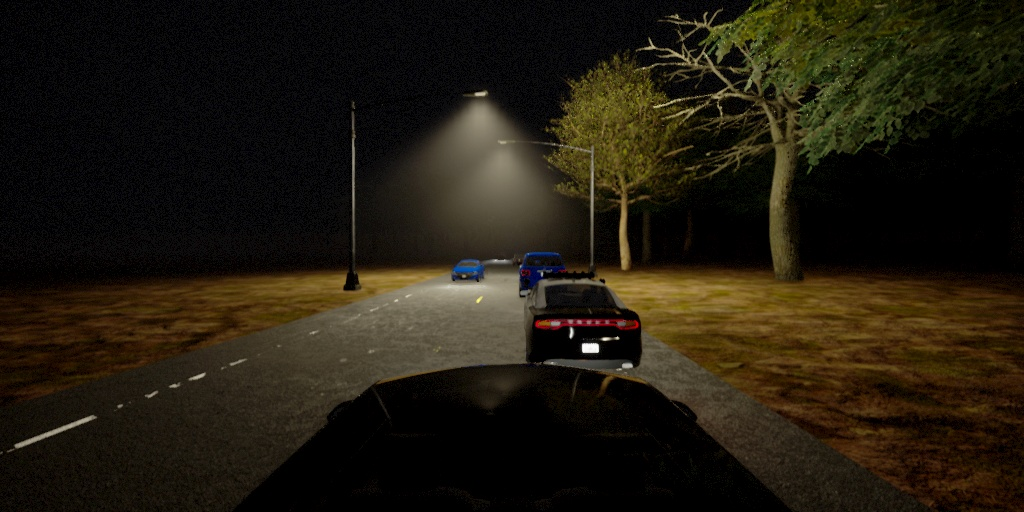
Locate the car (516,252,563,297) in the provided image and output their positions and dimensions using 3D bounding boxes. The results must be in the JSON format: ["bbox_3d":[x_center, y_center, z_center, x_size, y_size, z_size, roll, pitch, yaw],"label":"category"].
[{"bbox_3d":[1.425,0.860,17.799,2.150,2.045,5.566,0,1,1],"label":"car"}]

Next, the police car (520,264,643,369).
[{"bbox_3d":[1.215,1.148,7.887,1.930,1.638,5.238,0,0,1],"label":"police car"}]

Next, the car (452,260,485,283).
[{"bbox_3d":[-3.054,1.017,25.804,1.882,1.535,5.008,0,1,1],"label":"car"}]

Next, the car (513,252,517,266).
[{"bbox_3d":[1.069,0.592,49.634,2.033,1.411,5.357,0,2,2],"label":"car"}]
